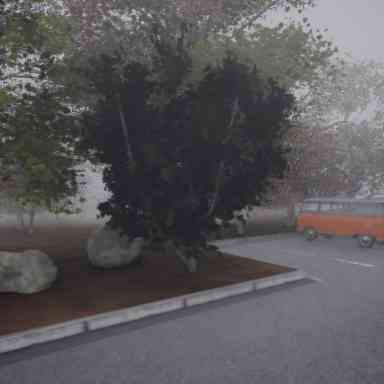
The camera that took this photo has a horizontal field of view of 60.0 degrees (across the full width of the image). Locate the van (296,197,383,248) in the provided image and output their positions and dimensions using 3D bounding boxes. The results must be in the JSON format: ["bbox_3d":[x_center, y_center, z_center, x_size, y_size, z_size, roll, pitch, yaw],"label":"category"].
[{"bbox_3d":[6.832,1.280,15.092,1.878,1.987,4.442,1,0,-36],"label":"van"}]
